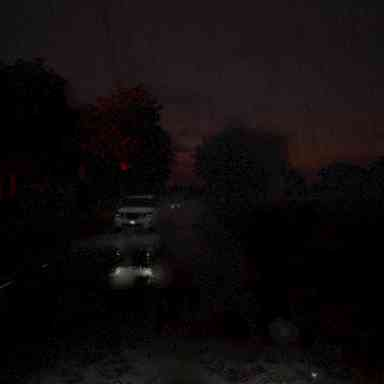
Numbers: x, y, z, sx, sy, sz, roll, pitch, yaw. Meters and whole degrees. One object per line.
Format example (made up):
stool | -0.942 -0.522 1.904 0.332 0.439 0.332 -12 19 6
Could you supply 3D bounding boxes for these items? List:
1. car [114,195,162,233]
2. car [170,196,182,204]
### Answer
car | -3.069 1.203 19.927 2.150 2.045 5.566 0 0 0
car | -2.932 1.493 62.050 2.128 1.511 4.902 0 0 1
